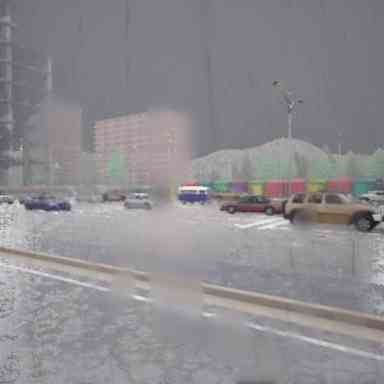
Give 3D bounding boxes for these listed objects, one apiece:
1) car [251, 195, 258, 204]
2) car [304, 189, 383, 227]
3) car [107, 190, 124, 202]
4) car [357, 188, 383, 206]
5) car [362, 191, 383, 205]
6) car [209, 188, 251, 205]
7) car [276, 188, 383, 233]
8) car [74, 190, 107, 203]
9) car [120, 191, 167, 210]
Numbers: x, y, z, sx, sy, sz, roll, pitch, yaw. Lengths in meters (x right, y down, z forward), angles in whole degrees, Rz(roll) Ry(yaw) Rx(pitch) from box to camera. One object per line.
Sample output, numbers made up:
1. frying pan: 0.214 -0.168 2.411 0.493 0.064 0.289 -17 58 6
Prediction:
1. car: 6.793 0.569 47.021 3.905 1.438 1.784 0 1 34
2. car: 8.494 0.804 18.572 3.866 1.878 1.905 0 1 34
3. car: -11.935 0.692 46.368 3.905 1.438 1.784 0 1 34
4. car: 19.561 0.479 34.774 3.866 1.878 1.905 0 1 34
5. car: 21.209 0.670 37.159 3.806 1.475 1.970 0 1 34
6. car: 5.100 0.406 44.665 4.605 1.855 1.932 0 1 34
7. car: 6.812 0.849 16.216 4.605 1.855 1.932 0 1 34
8. car: -13.572 0.772 43.982 3.806 1.475 1.970 0 1 34
9. car: -4.380 0.928 30.685 3.806 1.475 1.970 0 1 34
